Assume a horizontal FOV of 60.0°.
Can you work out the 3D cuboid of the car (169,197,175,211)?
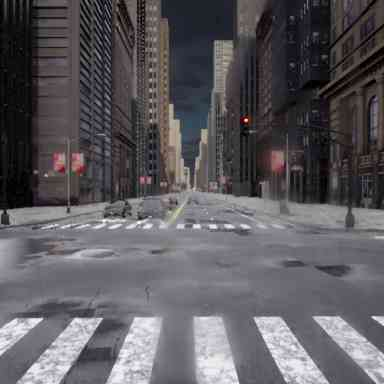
[{"bbox_3d":[-3.315,1.501,39.649,1.812,1.442,4.674,0,0,0],"label":"car"}]

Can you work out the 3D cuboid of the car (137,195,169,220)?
[{"bbox_3d":[-3.265,1.338,27.778,2.097,1.767,4.553,0,0,-2],"label":"car"}]

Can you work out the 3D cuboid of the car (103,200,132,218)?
[{"bbox_3d":[-6.573,1.485,29.689,1.837,1.490,4.892,0,1,0],"label":"car"}]

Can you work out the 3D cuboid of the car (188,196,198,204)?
[{"bbox_3d":[0.157,1.488,62.704,2.033,1.411,5.357,0,0,0],"label":"car"}]

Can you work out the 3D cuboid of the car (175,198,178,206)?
[{"bbox_3d":[-3.279,1.521,53.731,1.994,1.385,4.181,0,0,0],"label":"car"}]

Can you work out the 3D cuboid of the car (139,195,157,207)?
[{"bbox_3d":[-6.542,1.316,50.209,2.097,1.767,4.553,0,0,0],"label":"car"}]
